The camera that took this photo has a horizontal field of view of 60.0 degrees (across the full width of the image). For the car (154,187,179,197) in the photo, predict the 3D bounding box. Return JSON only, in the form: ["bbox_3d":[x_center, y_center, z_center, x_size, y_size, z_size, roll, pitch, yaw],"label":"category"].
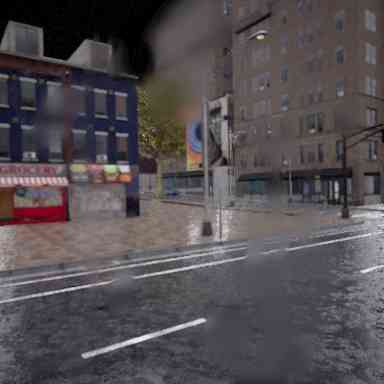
[{"bbox_3d":[-4.153,-0.075,53.597,2.033,1.411,5.357,-2,4,-35],"label":"car"}]
